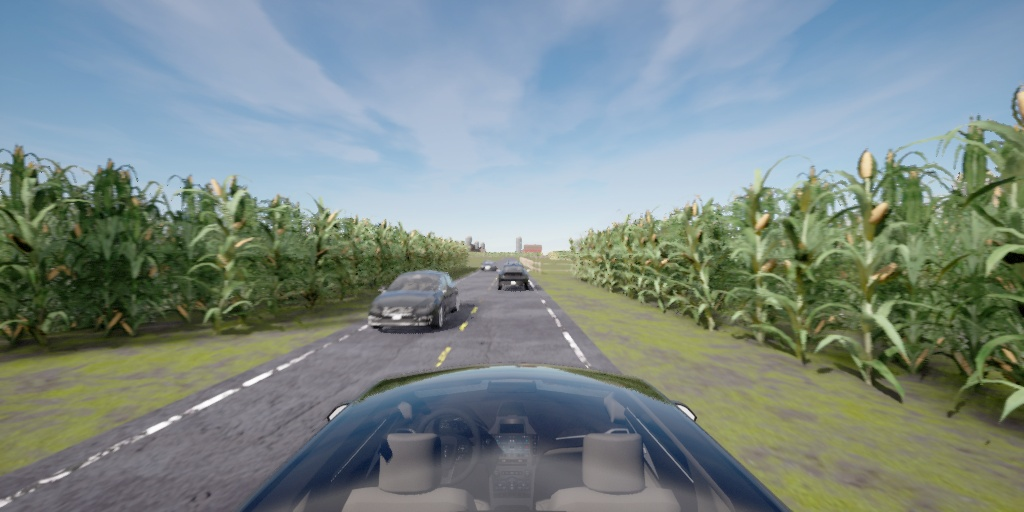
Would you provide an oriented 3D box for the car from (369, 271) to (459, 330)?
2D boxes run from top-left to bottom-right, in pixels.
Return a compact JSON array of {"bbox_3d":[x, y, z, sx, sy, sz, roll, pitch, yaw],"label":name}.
[{"bbox_3d":[-2.828,1.253,11.266,1.837,1.490,4.892,0,0,0],"label":"car"}]

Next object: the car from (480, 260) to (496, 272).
[{"bbox_3d":[-2.825,1.212,44.541,2.128,1.511,4.902,0,0,0],"label":"car"}]

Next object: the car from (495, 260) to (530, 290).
[{"bbox_3d":[0.085,1.251,22.659,1.837,1.490,4.892,0,1,0],"label":"car"}]
